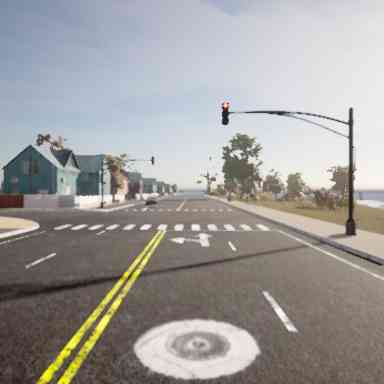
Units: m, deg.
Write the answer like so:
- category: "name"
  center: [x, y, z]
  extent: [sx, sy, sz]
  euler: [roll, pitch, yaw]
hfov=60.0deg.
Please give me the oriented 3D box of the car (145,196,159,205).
- category: "car"
  center: [-6.510, 1.378, 54.948]
  extent: [2.033, 1.411, 5.357]
  euler: [0, 0, 0]
